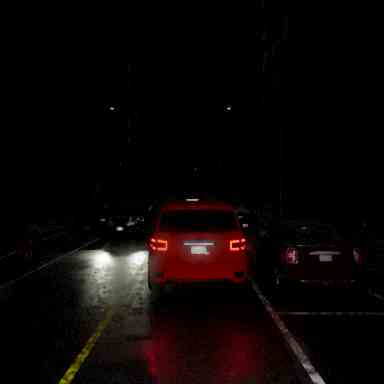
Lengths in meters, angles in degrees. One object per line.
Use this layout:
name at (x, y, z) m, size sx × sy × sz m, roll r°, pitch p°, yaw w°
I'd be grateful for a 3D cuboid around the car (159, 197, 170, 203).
car at (-5.602, 1.625, 68.161) m, size 1.802 × 1.307 × 4.206 m, roll 0°, pitch 0°, yaw 0°

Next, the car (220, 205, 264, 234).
car at (2.864, 1.551, 20.051) m, size 2.008 × 1.369 × 4.403 m, roll 0°, pitch 0°, yaw 0°

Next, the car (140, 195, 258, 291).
car at (0.108, 1.221, 9.133) m, size 2.150 × 2.045 × 5.566 m, roll 0°, pitch 0°, yaw -1°

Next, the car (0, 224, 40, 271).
car at (-5.667, 1.582, 9.053) m, size 1.802 × 1.307 × 4.206 m, roll 0°, pitch 0°, yaw 0°

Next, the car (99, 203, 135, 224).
car at (-5.659, 1.583, 25.557) m, size 1.802 × 1.307 × 4.206 m, roll 0°, pitch 0°, yaw 0°

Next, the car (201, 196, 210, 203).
car at (2.936, 1.578, 73.723) m, size 1.752 × 1.417 × 4.829 m, roll 0°, pitch 0°, yaw 0°

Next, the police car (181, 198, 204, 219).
police car at (0.015, 1.428, 30.166) m, size 1.930 × 1.638 × 5.238 m, roll 0°, pitch 0°, yaw 0°

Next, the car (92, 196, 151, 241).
car at (-3.086, 1.222, 17.021) m, size 2.150 × 2.045 × 5.566 m, roll 0°, pitch 0°, yaw 0°

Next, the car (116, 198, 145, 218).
car at (-5.656, 1.443, 31.058) m, size 1.967 × 1.590 × 4.097 m, roll 0°, pitch 0°, yaw 0°

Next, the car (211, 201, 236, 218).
car at (2.870, 1.569, 31.054) m, size 1.947 × 1.339 × 4.313 m, roll 0°, pitch 0°, yaw 0°

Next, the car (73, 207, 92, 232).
car at (-5.661, 1.566, 20.055) m, size 1.947 × 1.339 × 4.313 m, roll 0°, pitch 0°, yaw 0°

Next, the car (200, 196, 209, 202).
car at (2.948, 1.615, 78.961) m, size 2.008 × 1.369 × 4.403 m, roll 0°, pitch 0°, yaw 0°

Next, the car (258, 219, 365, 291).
car at (2.858, 1.440, 9.048) m, size 1.967 × 1.590 × 4.097 m, roll 0°, pitch 0°, yaw 0°

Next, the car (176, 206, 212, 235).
car at (0.109, 1.602, 19.903) m, size 1.895 × 1.301 × 4.718 m, roll 0°, pitch 0°, yaw 0°
